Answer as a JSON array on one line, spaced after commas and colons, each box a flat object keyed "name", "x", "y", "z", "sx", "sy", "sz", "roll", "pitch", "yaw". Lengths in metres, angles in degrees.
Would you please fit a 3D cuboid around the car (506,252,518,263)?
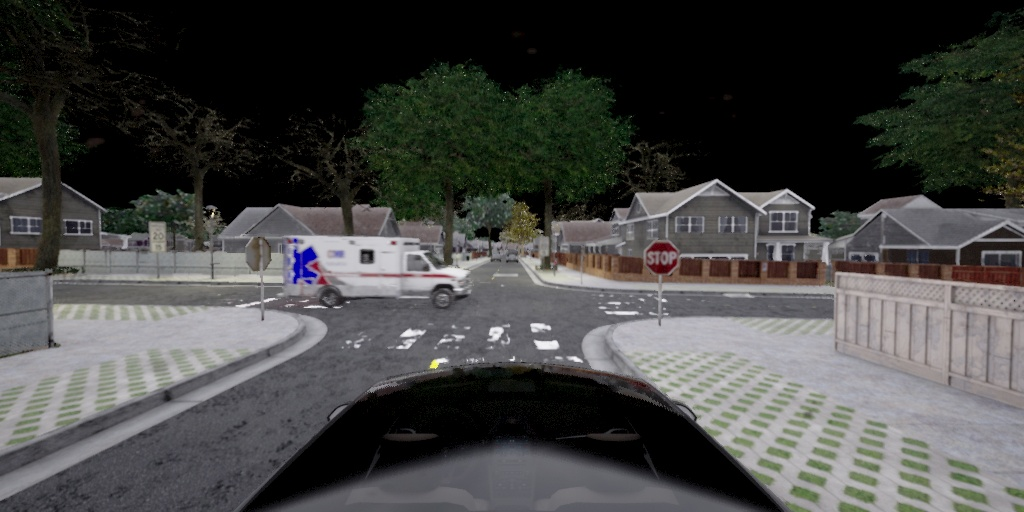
[{"name": "car", "x": 0.024, "y": 0.414, "z": 57.897, "sx": 1.994, "sy": 1.385, "sz": 4.181, "roll": 0, "pitch": 1, "yaw": 0}]

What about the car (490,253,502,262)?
[{"name": "car", "x": -2.725, "y": 0.288, "z": 62.494, "sx": 1.837, "sy": 1.490, "sz": 4.892, "roll": 0, "pitch": 1, "yaw": 0}]

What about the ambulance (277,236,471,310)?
[{"name": "ambulance", "x": -4.735, "y": 0.546, "z": 13.081, "sx": 6.366, "sy": 2.431, "sz": 2.351, "roll": 1, "pitch": 2, "yaw": 1}]
